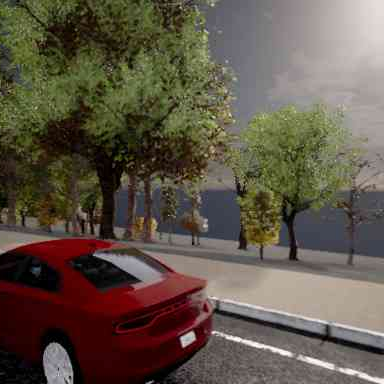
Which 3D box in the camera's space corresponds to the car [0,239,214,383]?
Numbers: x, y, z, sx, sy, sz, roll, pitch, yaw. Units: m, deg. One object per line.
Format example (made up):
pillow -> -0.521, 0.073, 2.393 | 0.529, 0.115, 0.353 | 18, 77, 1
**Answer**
car -> -2.053, 1.474, 5.142 | 5.008, 1.535, 1.882 | 0, 0, 36
